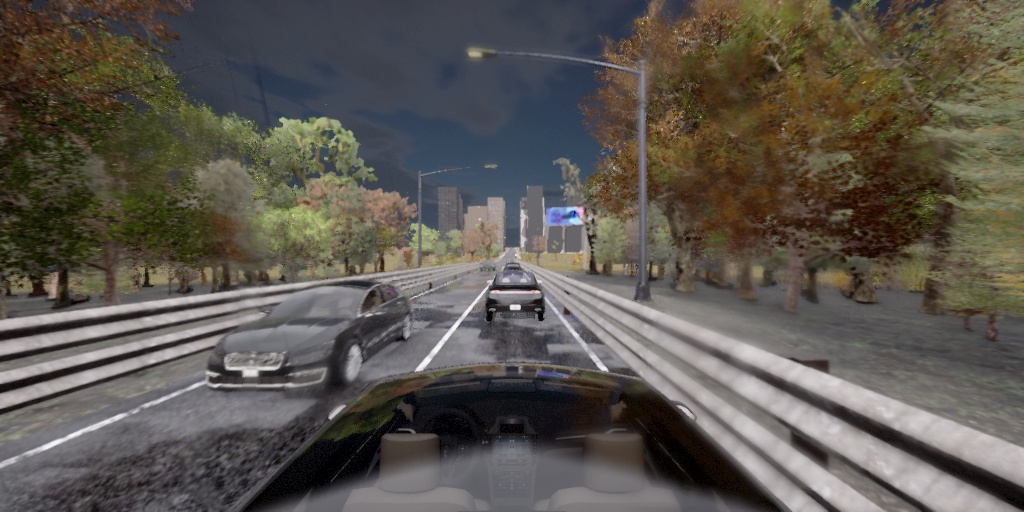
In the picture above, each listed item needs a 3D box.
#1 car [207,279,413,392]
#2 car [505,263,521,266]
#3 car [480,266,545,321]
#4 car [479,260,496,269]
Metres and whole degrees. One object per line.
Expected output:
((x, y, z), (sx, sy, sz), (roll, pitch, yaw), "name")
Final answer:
((-3.350, 1.262, 7.031), (1.837, 1.490, 4.892), (0, 0, 0), "car")
((0.092, 1.392, 34.573), (1.837, 1.490, 4.892), (0, 0, 0), "car")
((0.097, 1.270, 12.690), (2.128, 1.511, 4.902), (0, 0, 0), "car")
((-3.349, 1.317, 50.200), (2.097, 1.767, 4.553), (0, 0, 0), "car")
